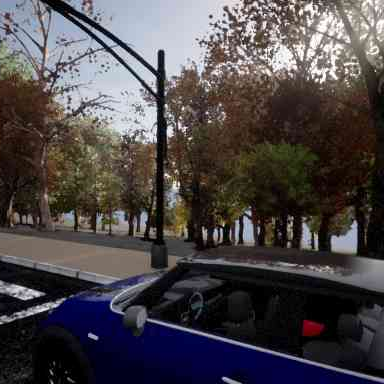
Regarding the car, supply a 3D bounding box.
[{"bbox_3d":[0.432,1.352,3.349,4.553,1.767,2.097,0,0,34],"label":"car"}]
